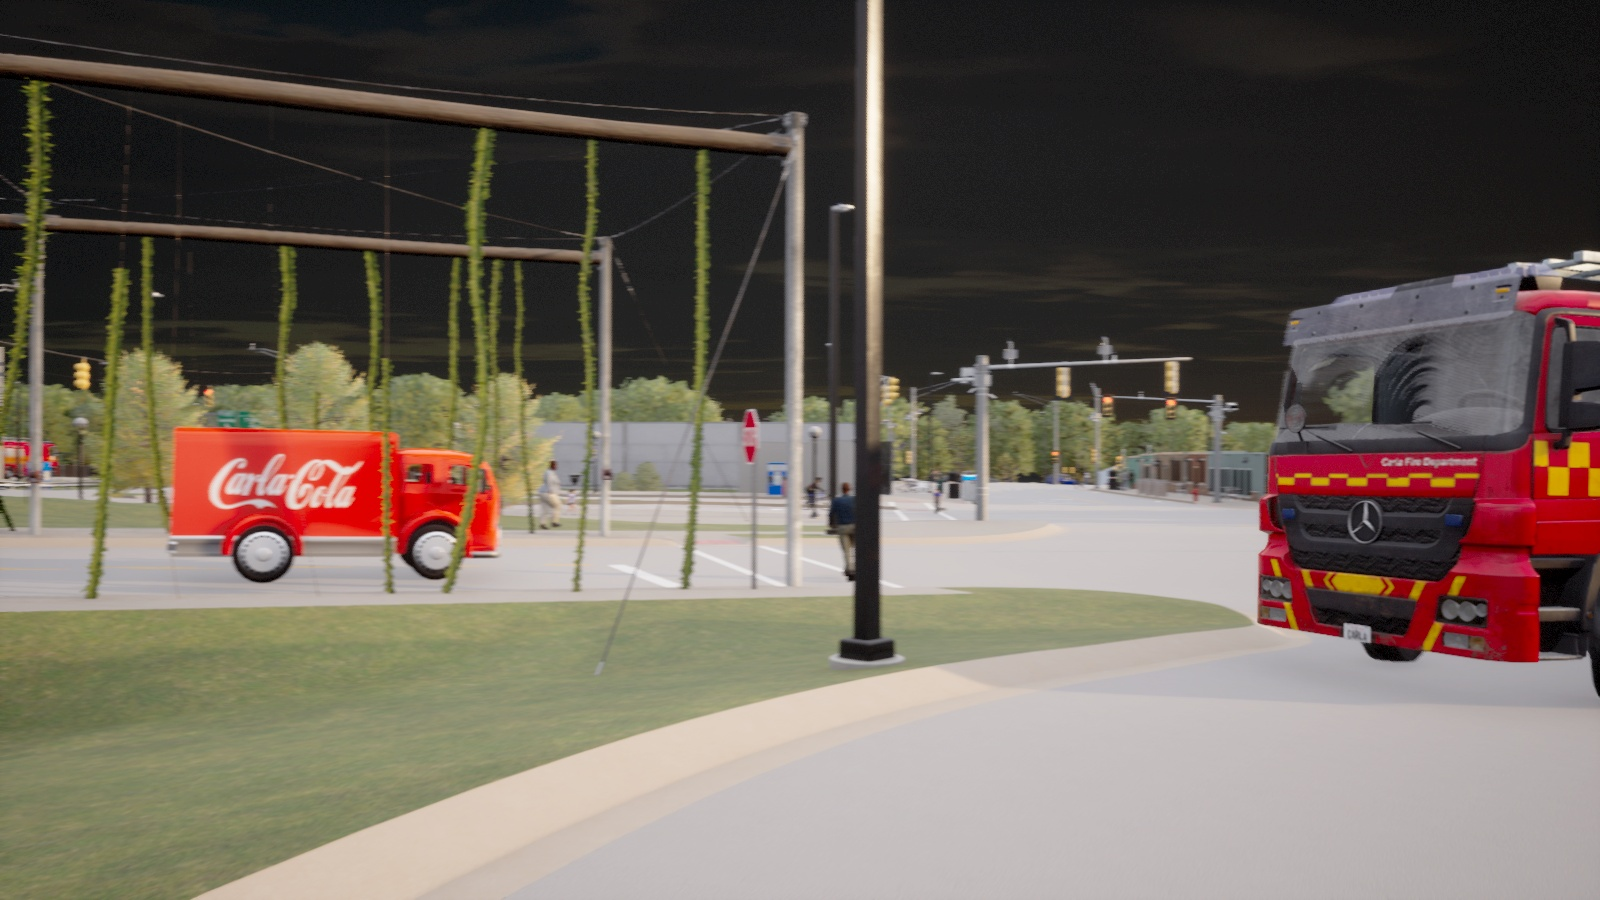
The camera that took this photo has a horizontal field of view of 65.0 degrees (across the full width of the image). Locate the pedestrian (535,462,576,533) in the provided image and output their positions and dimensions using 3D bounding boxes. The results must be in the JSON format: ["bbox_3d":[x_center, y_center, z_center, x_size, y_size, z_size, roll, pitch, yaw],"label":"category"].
[{"bbox_3d":[-6.478,1.240,33.297,0.900,1.855,0.874,0,0,-22],"label":"pedestrian"}]

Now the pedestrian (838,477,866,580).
[{"bbox_3d":[0.939,1.415,22.920,0.370,1.835,0.726,0,0,-8],"label":"pedestrian"}]

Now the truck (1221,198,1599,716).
[{"bbox_3d":[8.494,0.162,12.129,8.468,3.827,2.891,1,-2,-21],"label":"truck"}]

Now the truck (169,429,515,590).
[{"bbox_3d":[-7.756,0.966,21.461,5.204,2.467,2.627,1,-1,-23],"label":"truck"}]
